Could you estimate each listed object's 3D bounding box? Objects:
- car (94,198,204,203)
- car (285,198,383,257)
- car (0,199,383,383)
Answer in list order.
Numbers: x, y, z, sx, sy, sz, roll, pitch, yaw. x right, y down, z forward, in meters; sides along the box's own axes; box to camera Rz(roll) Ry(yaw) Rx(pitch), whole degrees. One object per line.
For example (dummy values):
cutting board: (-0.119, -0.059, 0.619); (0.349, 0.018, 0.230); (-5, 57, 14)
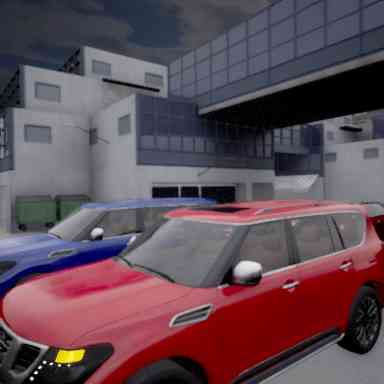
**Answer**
car: (-1.636, 1.187, 7.184); (5.566, 2.045, 2.150); (-1, 1, -36)
car: (5.902, 1.167, 12.826); (4.553, 1.767, 2.097); (-1, 1, -37)
car: (0.496, 1.180, 4.377); (5.566, 2.045, 2.150); (-1, 1, -37)
